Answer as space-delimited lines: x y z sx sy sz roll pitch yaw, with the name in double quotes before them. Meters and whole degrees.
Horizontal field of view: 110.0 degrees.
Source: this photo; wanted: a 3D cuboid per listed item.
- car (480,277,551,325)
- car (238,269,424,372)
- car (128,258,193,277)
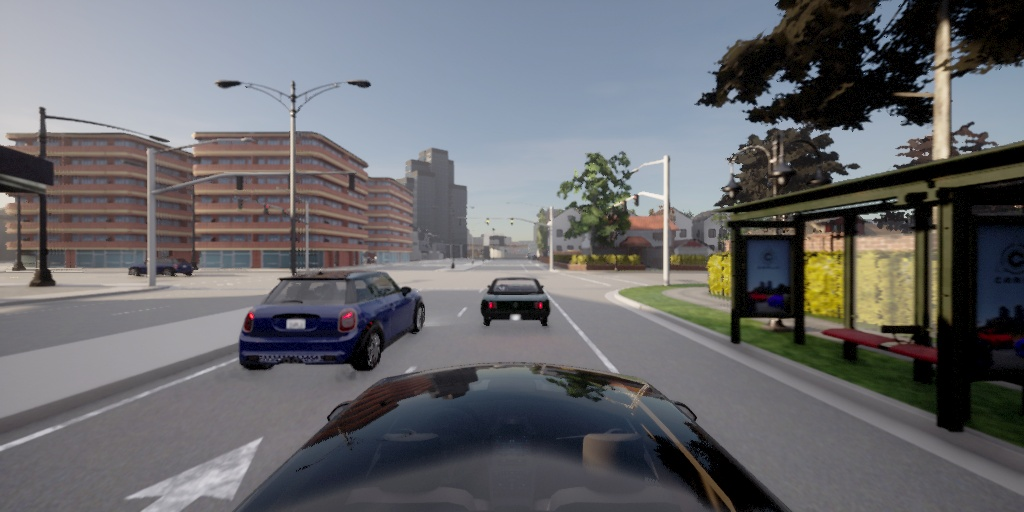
"car" 0.124 1.318 11.623 1.895 1.301 4.718 0 0 1
"car" -3.391 1.081 7.770 2.097 1.767 4.553 0 0 0
"car" -32.407 0.982 33.131 4.553 1.767 2.097 0 0 -1
